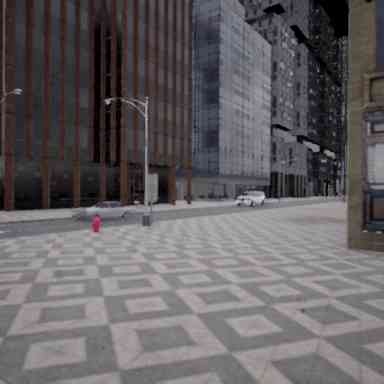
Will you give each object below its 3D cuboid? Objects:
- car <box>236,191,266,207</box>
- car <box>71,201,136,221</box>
[{"bbox_3d":[7.943,0.939,44.582,2.150,2.045,5.566,1,0,36],"label":"car"},{"bbox_3d":[-6.446,1.375,24.520,1.895,1.301,4.718,1,1,36],"label":"car"}]
